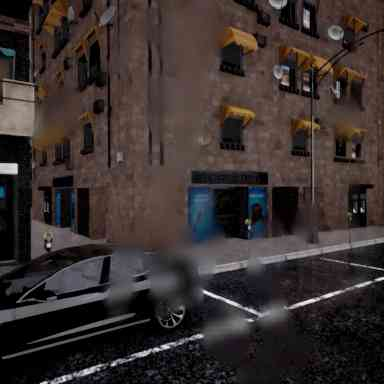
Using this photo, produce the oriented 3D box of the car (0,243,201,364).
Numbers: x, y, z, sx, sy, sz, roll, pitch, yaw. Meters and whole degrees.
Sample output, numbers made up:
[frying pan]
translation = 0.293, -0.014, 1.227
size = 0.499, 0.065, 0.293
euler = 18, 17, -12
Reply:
[car]
translation = -1.837, 1.566, 5.256
size = 4.313, 1.339, 1.947
euler = 0, 0, -36
